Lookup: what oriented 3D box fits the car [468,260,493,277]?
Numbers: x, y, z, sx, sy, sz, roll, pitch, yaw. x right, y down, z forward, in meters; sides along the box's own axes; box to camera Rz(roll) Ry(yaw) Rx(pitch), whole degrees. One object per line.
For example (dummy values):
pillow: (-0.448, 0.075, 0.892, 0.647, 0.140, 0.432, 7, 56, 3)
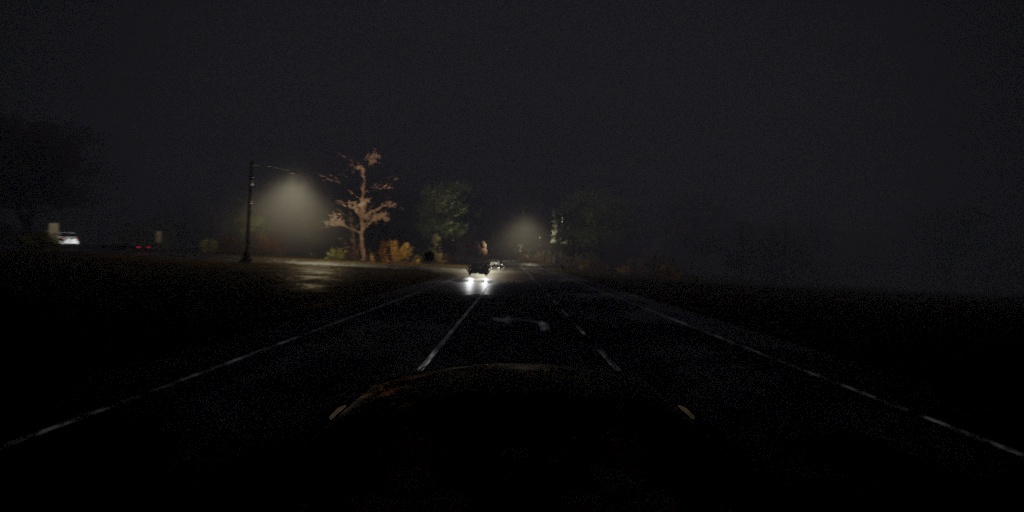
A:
car: (-3.255, 1.279, 35.989, 1.895, 1.301, 4.718, 2, 2, 0)
